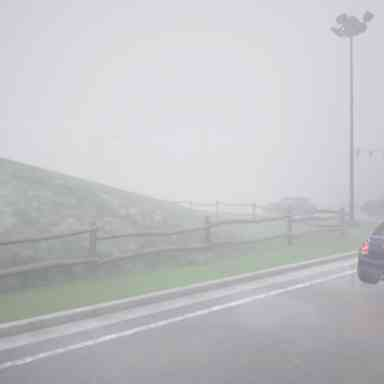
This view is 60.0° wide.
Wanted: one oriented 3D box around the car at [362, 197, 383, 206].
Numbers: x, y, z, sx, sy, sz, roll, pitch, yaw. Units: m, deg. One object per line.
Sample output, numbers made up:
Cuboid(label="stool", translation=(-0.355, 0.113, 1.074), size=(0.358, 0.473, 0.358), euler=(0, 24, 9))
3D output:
Cuboid(label="car", translation=(16.569, 1.042, 26.591), size=(2.150, 2.045, 5.566), euler=(1, 0, -42))

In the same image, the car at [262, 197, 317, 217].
Cuboid(label="car", translation=(8.372, 1.206, 28.843), size=(4.553, 1.767, 2.097), euler=(0, 0, 39))

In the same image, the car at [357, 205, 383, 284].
Cuboid(label="car", translation=(6.094, 1.292, 8.142), size=(4.553, 1.767, 2.097), euler=(0, 0, -35))
